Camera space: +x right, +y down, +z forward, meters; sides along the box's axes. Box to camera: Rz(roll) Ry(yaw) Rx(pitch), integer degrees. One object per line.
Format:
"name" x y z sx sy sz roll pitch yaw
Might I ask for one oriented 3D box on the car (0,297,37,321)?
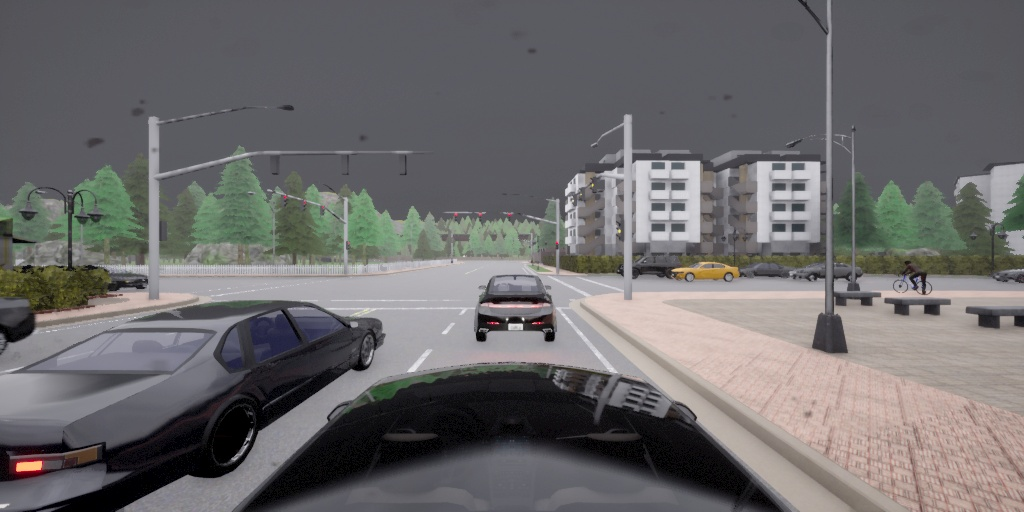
"car" -10.553 1.241 5.143 2.128 1.511 4.902 0 0 0

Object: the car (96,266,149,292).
"car" -23.705 1.297 20.512 5.357 1.411 2.033 0 0 -1

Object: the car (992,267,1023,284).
"car" 38.050 1.276 25.663 4.674 1.442 1.812 0 0 21

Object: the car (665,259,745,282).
"car" 15.296 1.228 28.569 5.008 1.535 1.882 0 0 -2

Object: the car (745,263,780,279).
"car" 22.473 1.297 32.186 5.357 1.411 2.033 0 0 1

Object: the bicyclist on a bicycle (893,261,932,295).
"bicyclist on a bicycle" 19.391 1.051 17.395 0.582 1.620 1.656 0 0 -3

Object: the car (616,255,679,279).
"car" 12.213 0.971 31.977 5.566 2.045 2.150 0 0 -2

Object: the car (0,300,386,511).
"car" -3.444 1.297 4.672 2.033 1.411 5.357 0 0 1

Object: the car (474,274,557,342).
"car" 0.084 1.242 9.771 2.128 1.511 4.902 0 0 0

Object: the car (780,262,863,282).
"car" 24.790 1.241 28.491 4.902 1.511 2.128 0 0 4

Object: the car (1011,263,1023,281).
"car" 42.986 1.298 27.402 5.357 1.411 2.033 0 0 26
